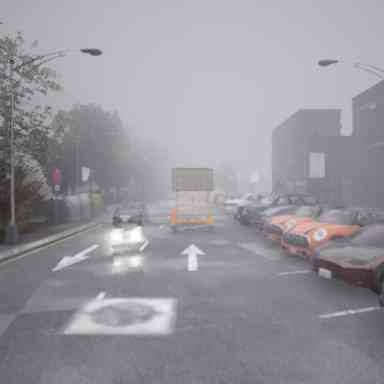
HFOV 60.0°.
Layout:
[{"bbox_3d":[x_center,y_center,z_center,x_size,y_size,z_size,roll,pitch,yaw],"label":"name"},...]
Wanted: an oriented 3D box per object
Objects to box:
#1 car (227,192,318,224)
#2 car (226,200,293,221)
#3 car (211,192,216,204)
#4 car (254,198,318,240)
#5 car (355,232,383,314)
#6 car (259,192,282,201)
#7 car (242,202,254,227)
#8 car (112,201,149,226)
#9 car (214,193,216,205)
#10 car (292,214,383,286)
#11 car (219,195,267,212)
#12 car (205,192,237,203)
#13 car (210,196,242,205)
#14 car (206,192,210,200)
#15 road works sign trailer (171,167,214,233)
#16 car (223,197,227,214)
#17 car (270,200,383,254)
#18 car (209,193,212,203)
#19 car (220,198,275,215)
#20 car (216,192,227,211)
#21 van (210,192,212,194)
[{"bbox_3d":[5.343,1.135,20.388,5.566,2.045,2.435,1,1,-20],"label":"car"},{"bbox_3d":[5.347,1.394,26.404,4.792,1.488,2.163,1,0,-20],"label":"car"},{"bbox_3d":[5.471,1.194,44.437,4.553,1.767,2.185,1,0,-20],"label":"car"},{"bbox_3d":[5.365,1.286,14.414,4.553,1.767,2.185,1,1,-20],"label":"car"},{"bbox_3d":[5.312,1.496,5.402,4.674,1.452,2.002,1,1,-20],"label":"car"},{"bbox_3d":[18.452,1.017,78.457,2.435,2.045,5.566,0,1,-21],"label":"car"},{"bbox_3d":[5.339,1.438,17.411,4.674,1.452,2.002,1,0,-20],"label":"car"},{"bbox_3d":[-3.999,1.385,22.272,2.128,1.511,4.902,0,0,0],"label":"car"},{"bbox_3d":[5.389,1.205,38.420,4.553,1.767,2.185,1,0,-20],"label":"car"},{"bbox_3d":[5.288,1.469,8.393,4.792,1.488,2.163,1,1,-20],"label":"car"},{"bbox_3d":[5.378,1.212,35.419,4.553,1.767,2.185,1,0,-20],"label":"car"},{"bbox_3d":[5.472,1.036,62.477,5.566,2.045,2.435,1,0,-20],"label":"car"},{"bbox_3d":[5.456,1.343,53.443,4.674,1.452,2.002,1,0,-20],"label":"car"},{"bbox_3d":[5.277,1.292,56.385,5.366,1.575,1.946,1,0,-20],"label":"car"},{"bbox_3d":[0.023,0.370,19.122,2.380,3.560,2.880,0,0,0],"label":"road works sign trailer"},{"bbox_3d":[5.190,1.370,23.346,5.366,1.575,1.946,1,0,-20],"label":"car"},{"bbox_3d":[5.356,1.300,11.412,4.553,1.767,2.185,1,1,-20],"label":"car"},{"bbox_3d":[5.436,1.313,47.440,5.008,1.535,2.097,1,0,-20],"label":"car"},{"bbox_3d":[5.373,1.375,32.405,4.792,1.488,2.163,1,0,-20],"label":"car"},{"bbox_3d":[5.365,1.103,29.404,5.566,2.045,2.435,1,0,-20],"label":"car"},{"bbox_3d":[5.560,1.084,50.485,4.442,1.987,1.878,1,0,-20],"label":"van"}]
